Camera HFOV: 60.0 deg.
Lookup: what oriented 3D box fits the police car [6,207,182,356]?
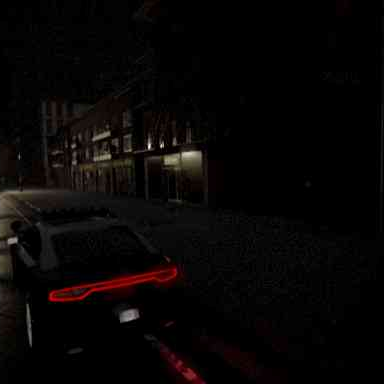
[{"bbox_3d":[-2.104,1.115,5.991,1.930,1.638,5.238,-3,4,-32],"label":"police car"}]
